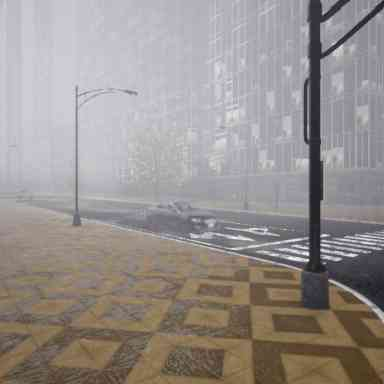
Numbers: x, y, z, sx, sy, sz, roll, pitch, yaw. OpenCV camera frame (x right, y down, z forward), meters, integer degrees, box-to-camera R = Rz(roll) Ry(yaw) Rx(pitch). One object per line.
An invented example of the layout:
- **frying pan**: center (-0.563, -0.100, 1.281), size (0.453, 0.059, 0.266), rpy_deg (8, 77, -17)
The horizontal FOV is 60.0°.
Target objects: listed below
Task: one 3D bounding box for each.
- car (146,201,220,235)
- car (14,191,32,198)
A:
- **car**: center (-0.602, 1.248, 17.466), size (2.128, 1.511, 4.902), rpy_deg (0, 1, -38)
- **car**: center (-24.223, 0.415, 47.719), size (1.812, 1.442, 4.674), rpy_deg (0, 1, -38)
